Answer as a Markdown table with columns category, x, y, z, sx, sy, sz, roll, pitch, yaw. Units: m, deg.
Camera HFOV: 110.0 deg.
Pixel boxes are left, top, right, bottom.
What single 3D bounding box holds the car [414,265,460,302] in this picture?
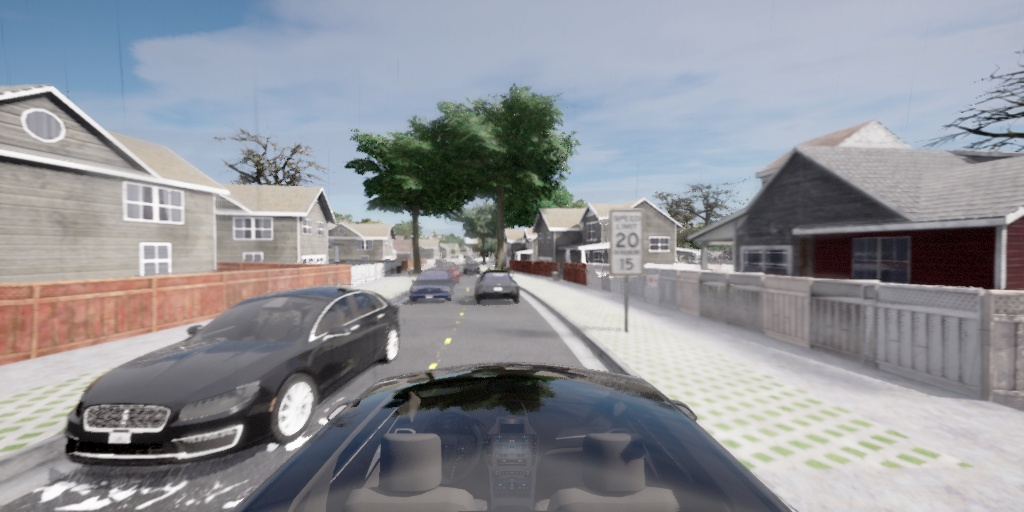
| category | x | y | z | sx | sy | sz | roll | pitch | yaw |
| --- | --- | --- | --- | --- | --- | --- | --- | --- | --- |
| car | -3.791 | 1.367 | 17.840 | 2.033 | 1.411 | 5.357 | 0 | 0 | -6 |

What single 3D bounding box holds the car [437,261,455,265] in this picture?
| category | x | y | z | sx | sy | sz | roll | pitch | yaw |
| --- | --- | --- | --- | --- | --- | --- | --- | --- | --- |
| car | -5.185 | 1.209 | 28.319 | 2.097 | 1.767 | 4.553 | 0 | 0 | -9 |

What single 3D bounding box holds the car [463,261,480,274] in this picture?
| category | x | y | z | sx | sy | sz | roll | pitch | yaw |
| --- | --- | --- | --- | --- | --- | --- | --- | --- | --- |
| car | -4.796 | 1.380 | 42.650 | 2.128 | 1.511 | 4.902 | 0 | 0 | -10 |

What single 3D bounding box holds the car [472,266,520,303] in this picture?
| category | x | y | z | sx | sy | sz | roll | pitch | yaw |
| --- | --- | --- | --- | --- | --- | --- | --- | --- | --- |
| car | -0.765 | 1.365 | 17.040 | 1.994 | 1.385 | 4.181 | 0 | 0 | -5 |

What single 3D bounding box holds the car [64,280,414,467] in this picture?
| category | x | y | z | sx | sy | sz | roll | pitch | yaw |
| --- | --- | --- | --- | --- | --- | --- | --- | --- | --- |
| car | -3.202 | 1.280 | 5.433 | 1.837 | 1.490 | 4.892 | 0 | 0 | 2 |
